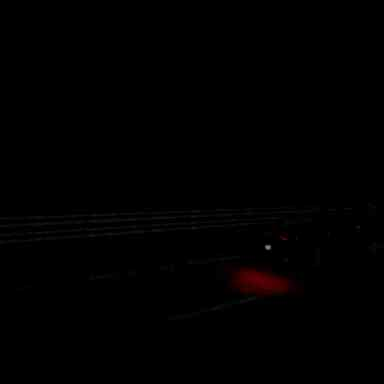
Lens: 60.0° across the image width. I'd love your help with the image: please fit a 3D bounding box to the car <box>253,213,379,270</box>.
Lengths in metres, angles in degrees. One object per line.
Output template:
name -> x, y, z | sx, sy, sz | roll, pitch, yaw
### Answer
car -> 4.254, 1.454, 11.080 | 5.008, 1.535, 1.882 | 0, 0, -34
